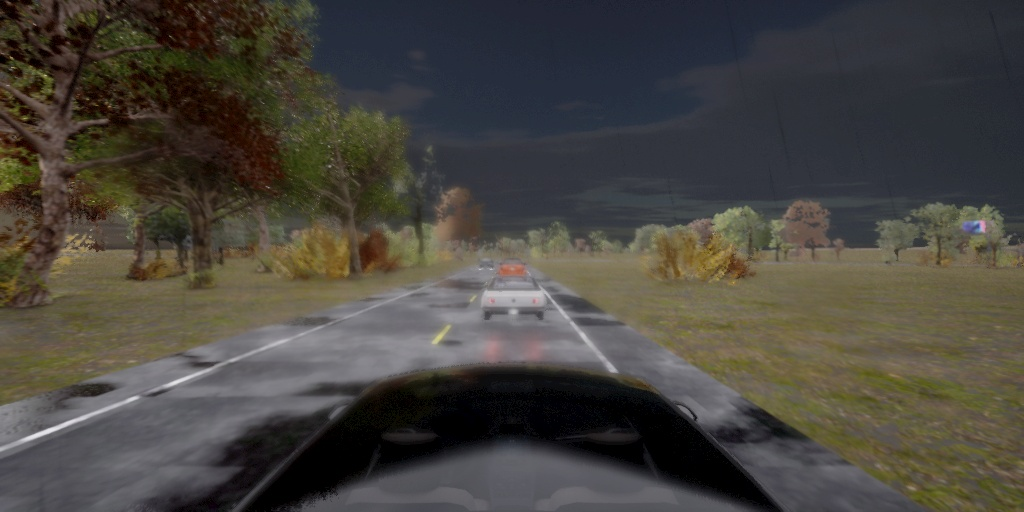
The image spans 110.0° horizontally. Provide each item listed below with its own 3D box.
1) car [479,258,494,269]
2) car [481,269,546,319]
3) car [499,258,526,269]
[{"bbox_3d":[-3.586,0.999,50.856,1.812,1.442,4.674,0,0,0],"label":"car"},{"bbox_3d":[0.062,1.294,12.400,1.895,1.301,4.718,0,0,0],"label":"car"},{"bbox_3d":[0.066,0.954,28.498,2.097,1.767,4.553,0,0,0],"label":"car"}]
